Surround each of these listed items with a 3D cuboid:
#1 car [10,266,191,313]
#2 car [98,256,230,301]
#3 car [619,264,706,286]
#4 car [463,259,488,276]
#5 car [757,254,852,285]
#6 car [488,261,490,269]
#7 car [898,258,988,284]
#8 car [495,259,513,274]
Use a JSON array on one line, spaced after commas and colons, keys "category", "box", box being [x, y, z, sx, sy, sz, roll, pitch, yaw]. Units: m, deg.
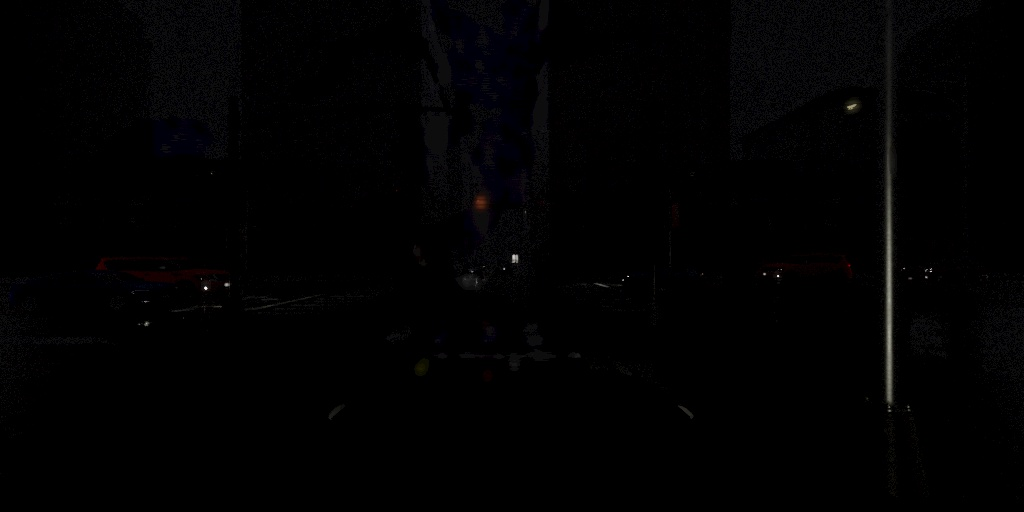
[{"category": "car", "box": [-15.791, 1.280, 13.760, 5.008, 1.535, 1.882, 0, 0, -2]}, {"category": "car", "box": [-16.352, 1.027, 16.996, 5.566, 2.045, 2.150, 0, 0, -2]}, {"category": "car", "box": [10.222, 1.244, 24.519, 5.357, 1.411, 2.033, 0, 0, -2]}, {"category": "car", "box": [-3.982, 1.260, 37.514, 2.128, 1.511, 4.902, 0, 0, -2]}, {"category": "car", "box": [20.180, 0.883, 24.826, 5.566, 2.045, 2.150, 0, 0, -2]}, {"category": "car", "box": [-4.263, 1.285, 47.893, 1.837, 1.490, 4.892, 0, 0, -2]}, {"category": "car", "box": [30.072, 0.982, 25.122, 4.553, 1.767, 2.097, 0, 0, -2]}, {"category": "car", "box": [-0.878, 1.336, 40.435, 1.994, 1.385, 4.181, 0, 0, -1]}]
